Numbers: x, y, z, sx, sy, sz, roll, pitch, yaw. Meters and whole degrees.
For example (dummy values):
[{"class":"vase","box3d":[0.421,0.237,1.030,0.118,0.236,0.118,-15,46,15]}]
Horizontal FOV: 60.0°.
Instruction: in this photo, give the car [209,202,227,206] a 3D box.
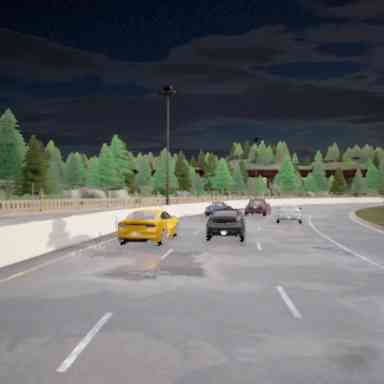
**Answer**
[{"class":"car","box3d":[2.829,1.735,33.828,2.033,1.411,5.357,0,0,21]}]

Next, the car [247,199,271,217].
[{"class":"car","box3d":[6.962,1.547,34.623,2.097,1.767,4.553,0,0,21]}]

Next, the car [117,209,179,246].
[{"class":"car","box3d":[-1.934,1.565,15.948,1.882,1.535,5.008,0,0,9]}]

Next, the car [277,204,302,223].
[{"class":"car","box3d":[7.890,1.679,26.937,1.812,1.442,4.674,0,0,17]}]

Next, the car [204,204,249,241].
[{"class":"car","box3d":[1.884,1.603,17.463,1.837,1.490,4.892,0,0,10]}]
